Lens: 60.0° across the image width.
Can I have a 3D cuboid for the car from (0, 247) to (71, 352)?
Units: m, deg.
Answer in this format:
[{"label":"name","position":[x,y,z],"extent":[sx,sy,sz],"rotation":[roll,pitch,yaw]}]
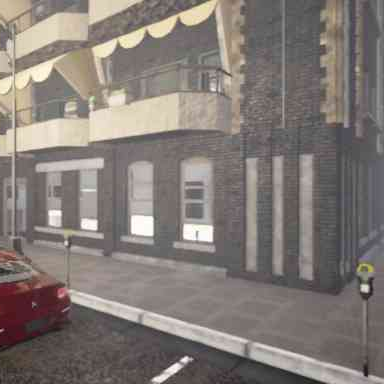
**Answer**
[{"label":"car","position":[-3.719,1.579,5.534],"extent":[4.206,1.307,1.802],"rotation":[0,0,36]}]
